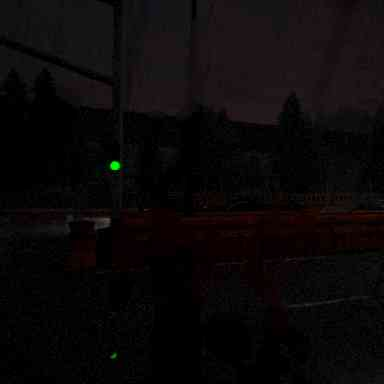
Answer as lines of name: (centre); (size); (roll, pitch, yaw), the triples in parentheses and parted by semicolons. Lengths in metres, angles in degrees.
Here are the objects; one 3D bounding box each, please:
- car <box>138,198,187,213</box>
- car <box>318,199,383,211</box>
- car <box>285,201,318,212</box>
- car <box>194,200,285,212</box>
car: (-1.184, 1.132, 22.040); (4.674, 1.442, 1.812); (1, 1, -19)
car: (11.358, 1.360, 22.908); (4.674, 1.442, 1.812); (1, 1, -20)
car: (7.366, 1.321, 25.173); (4.718, 1.301, 1.895); (1, 1, -20)
car: (2.663, 1.210, 19.720); (4.902, 1.511, 2.128); (1, 1, -20)
